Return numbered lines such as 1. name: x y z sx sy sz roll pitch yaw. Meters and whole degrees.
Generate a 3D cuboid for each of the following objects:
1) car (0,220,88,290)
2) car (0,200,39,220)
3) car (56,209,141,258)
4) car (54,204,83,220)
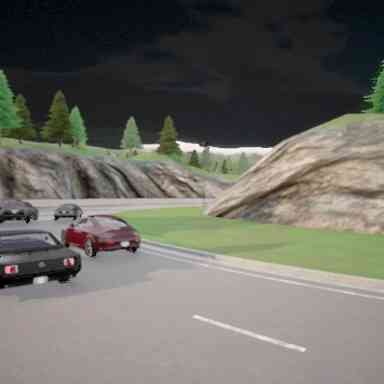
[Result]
1. car: -4.797 1.665 9.019 1.895 1.301 4.718 1 -1 -41
2. car: -13.830 1.540 26.898 2.097 1.767 4.553 0 -1 -15
3. car: -3.729 1.634 13.330 1.812 1.442 4.674 0 0 -38
4. car: -11.118 1.777 30.176 2.033 1.411 5.357 0 0 -10
